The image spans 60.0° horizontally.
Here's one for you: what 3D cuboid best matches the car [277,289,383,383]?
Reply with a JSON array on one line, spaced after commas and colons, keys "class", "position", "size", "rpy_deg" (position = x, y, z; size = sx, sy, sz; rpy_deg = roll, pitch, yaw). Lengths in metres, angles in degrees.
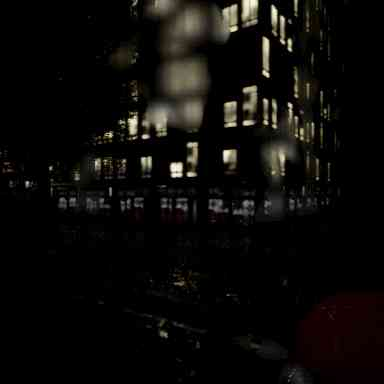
[{"class": "car", "position": [3.152, 1.195, 1.435], "size": [5.566, 2.045, 2.150], "rpy_deg": [-2, -1, 36]}]
